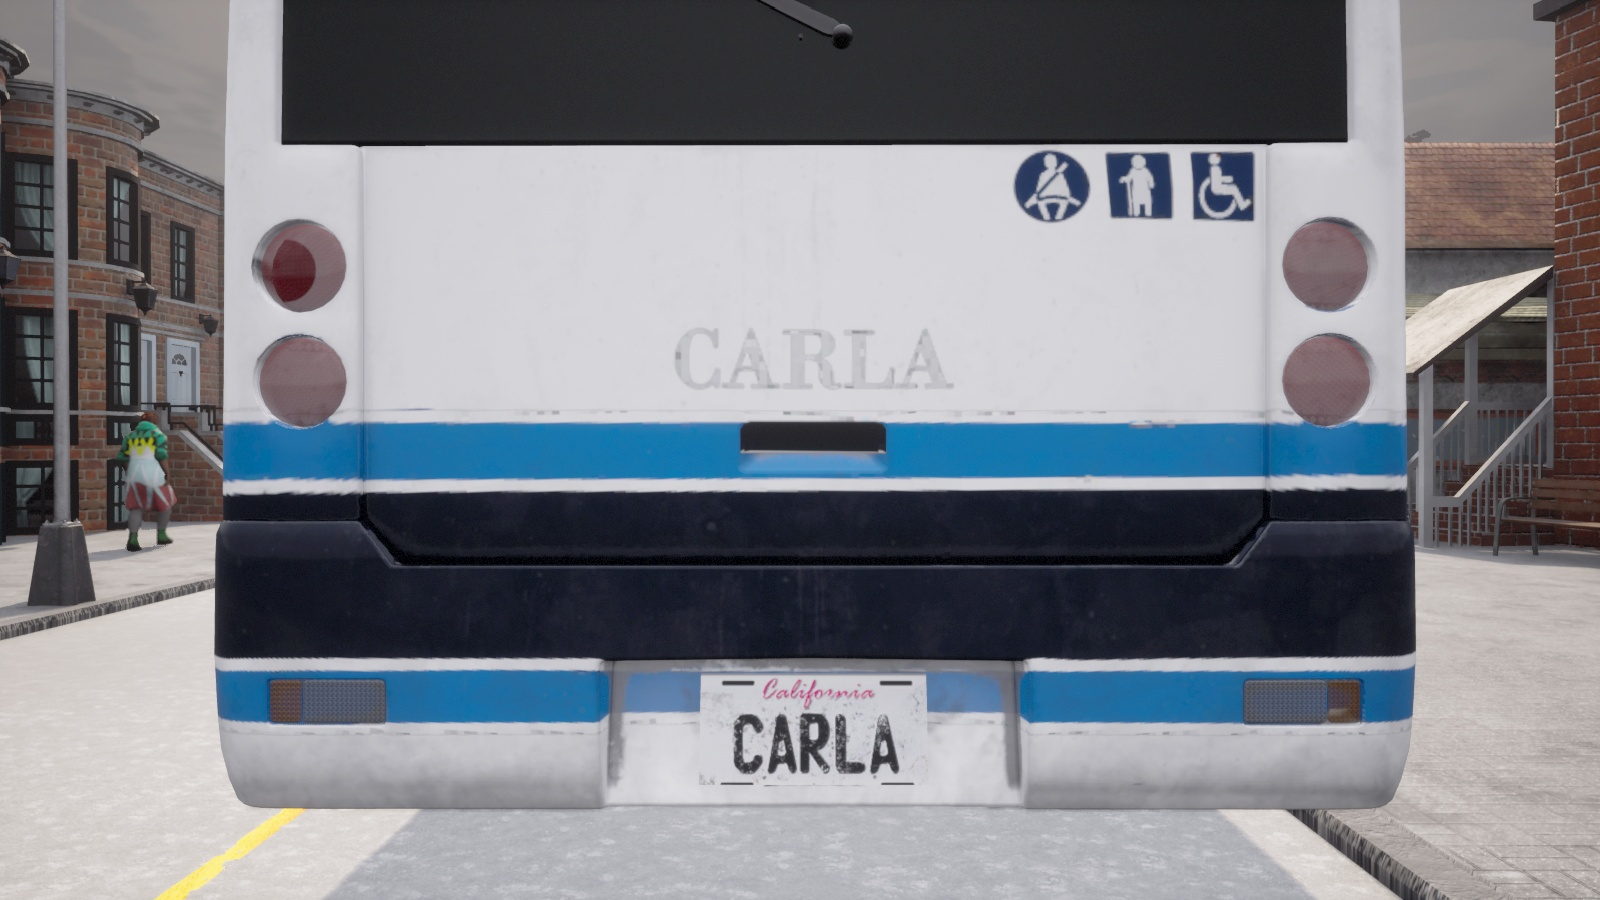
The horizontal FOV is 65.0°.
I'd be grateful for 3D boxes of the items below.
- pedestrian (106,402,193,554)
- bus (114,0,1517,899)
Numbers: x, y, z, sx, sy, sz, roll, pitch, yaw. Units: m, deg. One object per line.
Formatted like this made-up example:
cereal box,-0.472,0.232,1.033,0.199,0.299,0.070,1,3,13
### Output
pedestrian,-8.565,0.356,16.561,0.659,1.952,0.873,0,0,3
bus,0.066,-0.679,8.669,3.944,4.253,10.273,0,0,0
